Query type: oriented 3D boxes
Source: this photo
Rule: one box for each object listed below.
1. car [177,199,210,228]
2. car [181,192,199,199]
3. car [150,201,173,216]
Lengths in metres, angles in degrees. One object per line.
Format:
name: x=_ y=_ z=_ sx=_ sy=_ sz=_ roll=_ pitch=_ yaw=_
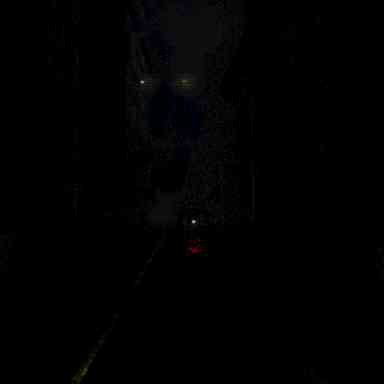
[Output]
car: x=0.101 y=1.479 z=22.147 sx=1.837 sy=1.490 sz=4.892 roll=0 pitch=1 yaw=0
car: x=0.103 y=1.269 z=40.471 sx=2.097 sy=1.767 sz=4.553 roll=0 pitch=0 yaw=0
car: x=-2.843 y=1.511 z=31.668 sx=1.994 sy=1.385 sz=4.181 roll=0 pitch=0 yaw=0
